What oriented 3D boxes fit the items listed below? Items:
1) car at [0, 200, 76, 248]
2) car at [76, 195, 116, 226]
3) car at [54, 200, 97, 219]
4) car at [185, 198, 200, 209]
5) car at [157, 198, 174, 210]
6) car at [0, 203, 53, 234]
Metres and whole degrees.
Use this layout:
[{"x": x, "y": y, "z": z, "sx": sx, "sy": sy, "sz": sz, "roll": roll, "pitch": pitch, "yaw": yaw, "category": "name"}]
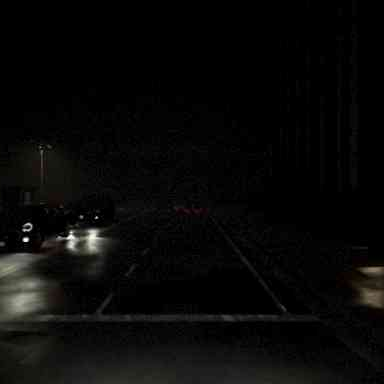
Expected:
[{"x": -7.103, "y": 1.358, "z": 14.649, "sx": 2.097, "sy": 1.767, "sz": 4.553, "roll": 0, "pitch": 0, "yaw": 0, "category": "car"}, {"x": -7.094, "y": 1.232, "z": 24.150, "sx": 2.150, "sy": 2.045, "sz": 5.566, "roll": 0, "pitch": 0, "yaw": 0, "category": "car"}, {"x": -10.563, "y": 1.505, "z": 30.594, "sx": 2.128, "sy": 1.511, "sz": 4.902, "roll": 0, "pitch": 0, "yaw": 0, "category": "car"}, {"x": 0.059, "y": 1.502, "z": 45.470, "sx": 1.812, "sy": 1.442, "sz": 4.674, "roll": 0, "pitch": 0, "yaw": 0, "category": "car"}, {"x": -3.417, "y": 1.542, "z": 43.103, "sx": 2.033, "sy": 1.411, "sz": 5.357, "roll": 0, "pitch": 1, "yaw": 0, "category": "car"}, {"x": -10.599, "y": 1.500, "z": 20.411, "sx": 2.128, "sy": 1.511, "sz": 4.902, "roll": 0, "pitch": 0, "yaw": 0, "category": "car"}]
